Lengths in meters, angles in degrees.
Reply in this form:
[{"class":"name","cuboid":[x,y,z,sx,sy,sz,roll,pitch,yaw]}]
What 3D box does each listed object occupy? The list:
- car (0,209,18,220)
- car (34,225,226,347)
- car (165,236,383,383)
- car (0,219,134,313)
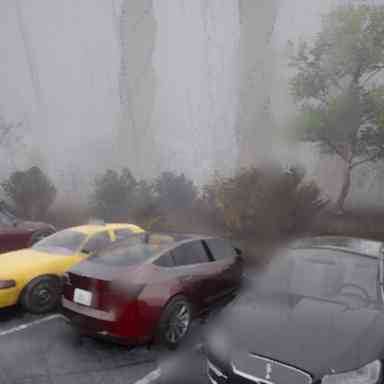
[{"class":"car","cuboid":[-6.919,1.315,11.275,2.185,1.767,4.553,1,0,36]},{"class":"car","cuboid":[-0.159,1.505,6.524,2.163,1.488,4.792,0,0,36]},{"class":"car","cuboid":[2.067,1.480,4.907,2.231,1.521,4.892,0,0,36]},{"class":"car","cuboid":[-2.530,1.463,7.953,1.946,1.575,5.366,0,0,36]}]
